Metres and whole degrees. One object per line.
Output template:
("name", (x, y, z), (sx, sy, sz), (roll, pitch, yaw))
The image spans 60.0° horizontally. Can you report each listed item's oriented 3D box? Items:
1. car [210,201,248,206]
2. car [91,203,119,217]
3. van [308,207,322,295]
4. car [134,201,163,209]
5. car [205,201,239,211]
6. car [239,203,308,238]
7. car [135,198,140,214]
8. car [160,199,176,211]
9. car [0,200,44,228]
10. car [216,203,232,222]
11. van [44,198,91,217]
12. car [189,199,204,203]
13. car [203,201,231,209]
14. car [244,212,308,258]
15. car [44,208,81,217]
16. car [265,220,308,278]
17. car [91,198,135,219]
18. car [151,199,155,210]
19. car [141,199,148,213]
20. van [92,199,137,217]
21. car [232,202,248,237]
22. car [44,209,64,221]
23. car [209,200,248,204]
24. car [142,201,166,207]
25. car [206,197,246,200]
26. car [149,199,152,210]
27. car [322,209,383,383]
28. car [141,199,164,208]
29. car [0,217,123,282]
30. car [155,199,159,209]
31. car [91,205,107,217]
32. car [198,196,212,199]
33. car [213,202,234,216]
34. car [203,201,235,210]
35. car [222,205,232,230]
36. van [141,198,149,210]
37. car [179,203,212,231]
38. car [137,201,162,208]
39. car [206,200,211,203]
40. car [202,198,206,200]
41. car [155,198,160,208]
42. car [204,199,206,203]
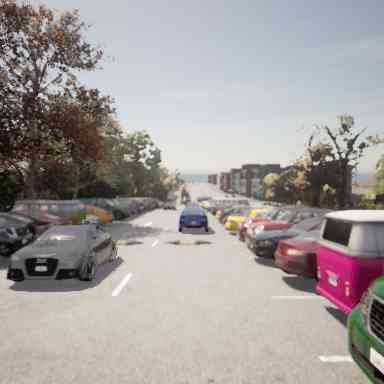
("car", (4.570, 1.932, 33.647), (4.792, 1.488, 2.163), (0, -1, 0))
("car", (-8.534, 1.790, 25.422), (5.008, 1.535, 2.097), (0, -1, 0))
("van", (4.656, 1.299, 5.891), (4.442, 1.987, 1.878), (0, -1, 0))
("car", (-8.352, 2.448, 64.189), (5.366, 1.575, 1.946), (0, -1, 0))
("car", (4.728, 2.200, 52.947), (5.366, 1.575, 1.946), (0, -1, 0))
("car", (4.571, 1.513, 14.217), (4.553, 1.767, 2.185), (0, -1, 0))
("car", (-8.511, 1.652, 33.736), (5.566, 2.045, 2.435), (0, -1, 0))
("car", (-3.561, 2.290, 53.073), (1.994, 1.385, 4.181), (0, -1, 0))
("car", (-8.512, 1.349, 11.451), (5.566, 2.045, 2.435), (0, -1, 0))
("car", (4.534, 1.790, 25.319), (4.892, 1.521, 2.231), (0, -1, 0))
("van", (-8.656, 1.487, 19.760), (4.442, 1.987, 1.878), (0, -1, 0))
("car", (0.102, 1.998, 40.828), (1.882, 1.535, 5.008), (0, -1, 0))
("car", (4.536, 2.390, 61.393), (4.892, 1.521, 2.231), (0, -1, 0))
("car", (4.545, 1.600, 11.439), (5.008, 1.535, 2.097), (0, -1, 0))
("car", (-8.537, 1.717, 17.112), (4.674, 1.452, 2.002), (0, -1, 0))
("car", (4.537, 1.603, 8.663), (4.674, 1.452, 2.002), (0, -1, 0))
("car", (-8.511, 1.614, 30.966), (5.566, 2.045, 2.435), (0, -1, 0))
("car", (-8.567, 2.178, 50.217), (4.792, 1.488, 2.163), (0, -1, 0))
("car", (-8.543, 2.016, 42.042), (5.008, 1.535, 2.097), (0, -1, 0))
("van", (-8.422, 1.715, 36.505), (4.442, 1.987, 1.878), (0, -1, 0))
("car", (4.571, 1.550, 16.993), (4.553, 1.767, 2.185), (0, -1, 0))
("car", (-8.534, 1.639, 14.342), (5.008, 1.535, 2.097), (0, -1, 0))
("car", (4.570, 1.970, 36.422), (4.792, 1.488, 2.163), (0, -1, 0))
("car", (-8.531, 2.695, 75.143), (5.008, 1.535, 2.097), (0, -1, 0))
("car", (4.510, 1.931, 44.750), (4.553, 1.767, 2.185), (0, -1, 0))
("car", (-8.567, 2.130, 47.578), (4.792, 1.488, 2.163), (0, -1, 0))
("car", (4.511, 1.236, 3.115), (5.566, 2.045, 2.435), (0, -1, 0))
("car", (-8.568, 2.508, 72.375), (4.553, 1.767, 2.185), (0, -1, 0))
("car", (-3.597, 1.662, 9.931), (1.994, 1.385, 4.181), (0, -1, 0))
("car", (-8.509, 2.295, 55.881), (4.792, 1.488, 2.163), (0, -1, 0))
("car", (-8.542, 1.791, 22.527), (4.674, 1.452, 2.002), (0, -1, 0))
("car", (4.514, 2.262, 66.950), (5.566, 2.045, 2.435), (0, -1, 0))
("car", (4.726, 1.824, 28.095), (5.366, 1.575, 1.946), (0, -1, 0))
("car", (4.728, 2.324, 58.618), (5.366, 1.575, 1.946), (0, -1, 0))
("car", (4.726, 1.711, 19.767), (5.366, 1.575, 1.946), (0, -1, 0))
("van", (-8.430, 1.831, 44.831), (4.442, 1.987, 1.878), (0, -1, 0))
("car", (0.098, 1.752, 22.760), (1.882, 1.535, 5.008), (0, 0, 0))
("car", (-8.534, 2.553, 66.957), (4.674, 1.452, 2.002), (0, -1, 0))
("car", (4.512, 2.045, 41.975), (4.792, 1.488, 2.163), (0, -1, 0))
("car", (4.357, 2.147, 50.294), (5.366, 1.575, 1.946), (0, -1, 0))
("car", (-8.566, 2.076, 58.656), (5.566, 2.045, 2.435), (0, -1, 0))
("car", (4.548, 2.101, 47.527), (4.892, 1.521, 2.231), (0, -1, 0))
